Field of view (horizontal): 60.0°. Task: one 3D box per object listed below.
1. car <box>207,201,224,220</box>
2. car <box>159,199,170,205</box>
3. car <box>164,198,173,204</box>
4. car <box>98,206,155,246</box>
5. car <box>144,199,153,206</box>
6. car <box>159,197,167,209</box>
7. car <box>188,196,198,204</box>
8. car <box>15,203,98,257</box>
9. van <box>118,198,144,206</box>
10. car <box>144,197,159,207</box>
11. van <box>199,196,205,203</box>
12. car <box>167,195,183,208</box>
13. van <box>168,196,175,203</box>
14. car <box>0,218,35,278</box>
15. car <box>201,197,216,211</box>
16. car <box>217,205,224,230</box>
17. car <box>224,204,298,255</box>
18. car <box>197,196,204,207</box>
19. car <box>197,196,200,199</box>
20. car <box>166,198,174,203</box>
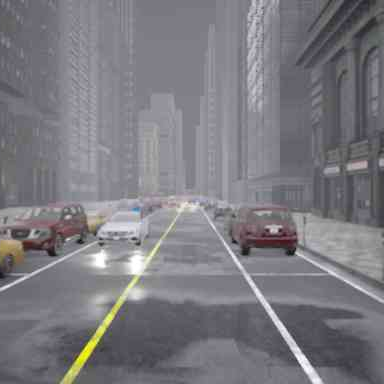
[{"bbox_3d":[2.762,1.770,30.516,2.008,1.369,4.403,0,0,0],"label":"car"},{"bbox_3d":[-5.762,2.089,69.994,1.947,1.339,4.313,0,0,0],"label":"car"},{"bbox_3d":[-5.761,2.161,81.276,2.008,1.369,4.403,0,0,0],"label":"car"},{"bbox_3d":[-3.099,1.638,15.943,1.812,1.442,4.674,0,0,0],"label":"car"},{"bbox_3d":[-5.763,1.812,36.151,2.008,1.369,4.403,0,0,0],"label":"car"},{"bbox_3d":[-5.764,1.707,53.074,2.192,1.841,5.009,0,0,0],"label":"car"},{"bbox_3d":[0.004,2.126,79.025,1.895,1.301,4.718,0,0,0],"label":"car"},{"bbox_3d":[-5.765,1.411,13.590,2.192,1.841,5.009,0,0,0],"label":"car"},{"bbox_3d":[-5.764,1.560,30.512,1.690,1.788,3.998,0,0,0],"label":"van"},{"bbox_3d":[-5.764,1.619,41.793,2.192,1.841,5.009,0,0,0],"label":"car"},{"bbox_3d":[2.764,2.039,92.563,1.690,1.788,3.998,0,0,0],"label":"van"},{"bbox_3d":[-3.057,1.772,56.675,2.097,1.767,4.553,0,0,0],"label":"car"},{"bbox_3d":[-5.762,2.039,92.558,1.690,1.788,3.998,0,0,0],"label":"van"},{"bbox_3d":[-5.764,1.580,7.778,1.752,1.417,4.829,0,0,0],"label":"car"},{"bbox_3d":[2.762,1.788,47.438,1.967,1.590,4.097,0,0,0],"label":"car"},{"bbox_3d":[2.761,1.687,19.236,2.008,1.369,4.403,0,0,0],"label":"car"},{"bbox_3d":[2.760,1.411,13.597,2.192,1.841,5.009,0,0,0],"label":"car"},{"bbox_3d":[2.355,1.980,61.103,1.812,1.442,4.674,0,0,0],"label":"car"},{"bbox_3d":[2.763,2.112,75.639,1.887,1.381,4.507,0,0,0],"label":"car"},{"bbox_3d":[-5.761,2.178,86.746,1.752,1.417,4.829,0,0,0],"label":"car"}]
